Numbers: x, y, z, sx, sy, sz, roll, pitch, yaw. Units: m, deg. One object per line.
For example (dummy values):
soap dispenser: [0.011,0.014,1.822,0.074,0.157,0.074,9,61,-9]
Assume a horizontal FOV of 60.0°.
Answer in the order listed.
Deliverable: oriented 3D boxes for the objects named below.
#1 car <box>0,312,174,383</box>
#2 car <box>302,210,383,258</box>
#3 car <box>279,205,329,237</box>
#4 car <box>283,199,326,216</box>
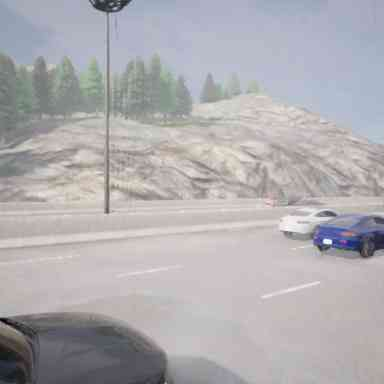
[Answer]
car: [-2.382,1.504,2.051,4.892,1.490,1.837,0,0,-35]
car: [6.506,1.526,12.692,4.674,1.442,1.812,0,0,-36]
car: [6.386,1.526,16.907,4.674,1.442,1.812,0,0,-36]
car: [11.435,1.527,33.652,4.674,1.442,1.812,0,0,-36]
